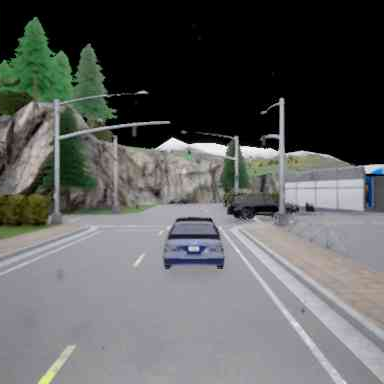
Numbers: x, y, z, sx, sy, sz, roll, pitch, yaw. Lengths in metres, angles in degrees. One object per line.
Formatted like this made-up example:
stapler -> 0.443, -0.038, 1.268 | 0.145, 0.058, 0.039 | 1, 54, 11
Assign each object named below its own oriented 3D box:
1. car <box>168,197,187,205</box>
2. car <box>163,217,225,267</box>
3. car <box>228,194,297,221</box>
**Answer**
car -> -2.538, 1.592, 58.664 | 1.994, 1.385, 4.181 | 0, 0, 23
car -> 0.070, 1.553, 11.328 | 2.033, 1.411, 5.357 | 0, 0, 0
car -> 5.695, 1.234, 27.224 | 5.566, 2.045, 2.150 | 0, -2, -10
